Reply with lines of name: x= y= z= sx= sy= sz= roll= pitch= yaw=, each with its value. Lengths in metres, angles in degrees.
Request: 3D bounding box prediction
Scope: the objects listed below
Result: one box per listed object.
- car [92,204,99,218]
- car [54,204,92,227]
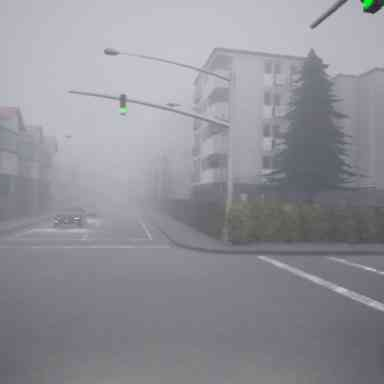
car: x=-10.979 y=1.972 z=35.326 sx=1.895 sy=1.301 sz=4.718 roll=2 pitch=-1 yaw=-11
car: x=-8.969 y=1.737 z=24.945 sx=1.837 sy=1.490 sz=4.892 roll=2 pitch=-1 yaw=-11
